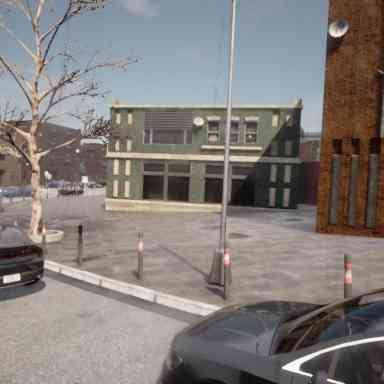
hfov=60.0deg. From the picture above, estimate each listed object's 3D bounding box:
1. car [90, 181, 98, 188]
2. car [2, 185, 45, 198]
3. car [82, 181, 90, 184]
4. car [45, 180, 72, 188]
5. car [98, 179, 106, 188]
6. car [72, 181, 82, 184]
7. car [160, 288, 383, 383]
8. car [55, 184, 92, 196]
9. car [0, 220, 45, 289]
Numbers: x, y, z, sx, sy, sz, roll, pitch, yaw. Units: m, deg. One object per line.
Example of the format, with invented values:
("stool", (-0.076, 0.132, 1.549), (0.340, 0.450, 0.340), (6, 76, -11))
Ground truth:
("car", (-24.046, -1.740, 73.666), (4.553, 1.767, 2.185), (3, 3, 20))
("car", (-21.216, -0.113, 41.400), (2.033, 1.411, 5.357), (3, 2, 12))
("car", (-25.042, -1.505, 71.100), (4.674, 1.452, 2.002), (3, 3, 20))
("car", (-26.933, -1.533, 65.913), (4.553, 1.767, 2.185), (3, 3, 20))
("car", (-23.123, -1.688, 76.272), (4.892, 1.521, 2.231), (3, 3, 20))
("car", (-26.009, -1.476, 68.519), (5.008, 1.535, 2.097), (3, 2, 20))
("car", (1.945, 1.505, 2.427), (4.892, 1.490, 1.837), (0, 0, 36))
("car", (-16.749, -0.088, 47.342), (1.895, 1.301, 4.718), (3, 2, 15))
("car", (-5.441, 1.415, 8.128), (4.892, 1.490, 1.837), (1, 1, 39))
